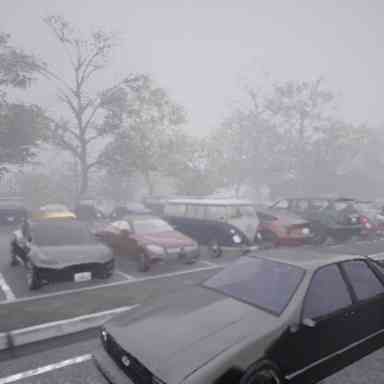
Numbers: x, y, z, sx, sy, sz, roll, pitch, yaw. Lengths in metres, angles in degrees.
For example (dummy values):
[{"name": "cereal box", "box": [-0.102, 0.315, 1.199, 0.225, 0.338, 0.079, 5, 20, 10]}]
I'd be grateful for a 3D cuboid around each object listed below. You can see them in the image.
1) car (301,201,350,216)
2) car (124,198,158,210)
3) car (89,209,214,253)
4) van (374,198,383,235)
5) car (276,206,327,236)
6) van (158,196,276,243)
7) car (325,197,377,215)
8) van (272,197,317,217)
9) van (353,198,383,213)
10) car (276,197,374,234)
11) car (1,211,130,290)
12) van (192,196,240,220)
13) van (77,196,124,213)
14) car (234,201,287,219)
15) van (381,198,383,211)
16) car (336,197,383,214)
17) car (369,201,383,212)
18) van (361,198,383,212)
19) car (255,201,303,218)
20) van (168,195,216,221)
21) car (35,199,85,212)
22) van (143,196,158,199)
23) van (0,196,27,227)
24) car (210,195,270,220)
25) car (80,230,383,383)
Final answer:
[{"name": "car", "box": [15.748, 1.858, 39.508, 2.097, 1.535, 5.008, 1, -1, -35]}, {"name": "car", "box": [-4.548, 1.483, 25.067, 2.097, 1.535, 5.008, 0, 0, -35]}, {"name": "car", "box": [-1.608, 1.522, 11.099, 2.002, 1.452, 4.674, 0, 0, -35]}, {"name": "van", "box": [7.493, 1.316, 17.434, 1.878, 1.987, 4.442, 1, -1, -35]}, {"name": "car", "box": [2.904, 1.512, 14.345, 2.163, 1.488, 4.792, 1, 0, -35]}, {"name": "van", "box": [0.722, 1.256, 12.613, 1.878, 1.987, 4.442, 0, 0, -35]}, {"name": "car", "box": [20.277, 1.697, 42.706, 2.435, 2.045, 5.566, 1, -1, -35]}, {"name": "van", "box": [11.066, 1.541, 36.324, 1.878, 1.987, 4.442, 1, -1, -35]}, {"name": "van", "box": [24.840, 1.812, 45.847, 1.878, 1.987, 4.442, 1, -1, -35]}, {"name": "car", "box": [5.148, 1.246, 15.943, 2.435, 2.045, 5.566, 1, -1, -35]}, {"name": "car", "box": [-3.852, 1.511, 9.462, 2.163, 1.488, 4.792, 0, 0, -35]}, {"name": "van", "box": [2.041, 1.362, 29.897, 1.878, 1.987, 4.442, 1, -1, -35]}, {"name": "van", "box": [-6.734, 1.257, 23.360, 1.878, 1.987, 4.442, 0, 0, -35]}, {"name": "car", "box": [6.723, 1.679, 33.081, 2.097, 1.535, 5.008, 1, -1, -35]}, {"name": "van", "box": [31.617, 1.949, 50.683, 1.878, 1.987, 4.442, 1, -1, -36]}, {"name": "car", "box": [22.534, 1.741, 44.313, 2.435, 2.045, 5.566, 1, -1, -35]}, {"name": "car", "box": [29.279, 2.127, 49.158, 2.097, 1.535, 5.008, 1, -1, -35]}, {"name": "van", "box": [26.961, 1.856, 47.644, 1.878, 1.987, 4.442, 1, -1, -35]}, {"name": "car", "box": [8.978, 1.764, 34.691, 2.002, 1.452, 4.674, 1, -1, -35]}, {"name": "van", "box": [-0.113, 1.319, 28.362, 1.878, 1.987, 4.442, 1, -1, -35]}, {"name": "car", "box": [-8.949, 1.479, 21.699, 1.946, 1.575, 5.366, 0, 0, -35]}, {"name": "van", "box": [-2.342, 1.273, 26.488, 1.878, 1.987, 4.442, 1, 0, -35]}, {"name": "van", "box": [-11.381, 1.256, 20.337, 1.878, 1.987, 4.442, 0, 0, -35]}, {"name": "car", "box": [4.382, 1.381, 31.386, 2.435, 2.045, 5.566, 1, -1, -35]}, {"name": "car", "box": [1.462, 1.561, 4.727, 5.357, 1.411, 2.033, 0, 0, -35]}]
